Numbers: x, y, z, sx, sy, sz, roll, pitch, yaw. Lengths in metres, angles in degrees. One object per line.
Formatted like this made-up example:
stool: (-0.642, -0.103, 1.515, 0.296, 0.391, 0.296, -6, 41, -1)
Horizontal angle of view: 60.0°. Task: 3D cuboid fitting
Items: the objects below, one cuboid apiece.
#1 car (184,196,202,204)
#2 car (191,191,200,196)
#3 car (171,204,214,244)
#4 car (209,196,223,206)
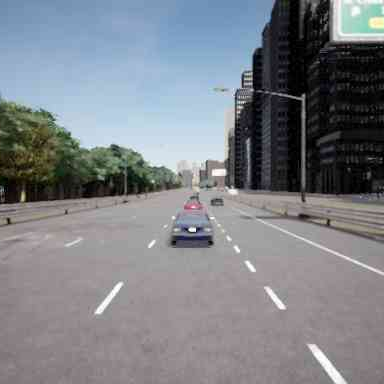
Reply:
car: (0.133, 1.496, 35.781, 1.994, 1.385, 4.181, 0, 0, 0)
car: (0.516, 1.199, 70.308, 1.837, 1.490, 4.892, 0, 0, 1)
car: (0.024, 1.542, 15.761, 2.033, 1.411, 5.357, 0, 0, 0)
car: (3.887, 1.334, 52.549, 1.837, 1.490, 4.892, 0, 1, 1)
